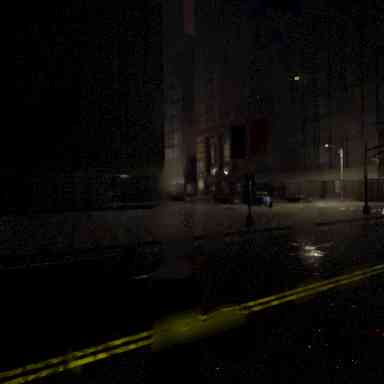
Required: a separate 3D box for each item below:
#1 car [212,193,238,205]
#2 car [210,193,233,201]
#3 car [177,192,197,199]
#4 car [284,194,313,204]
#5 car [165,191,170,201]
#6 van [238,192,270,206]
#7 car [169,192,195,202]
[{"bbox_3d":[5.032,1.128,47.534,1.802,1.307,4.206,-1,1,-35],"label":"car"},{"bbox_3d":[5.451,0.858,61.680,1.802,1.307,4.206,-1,1,-35],"label":"car"},{"bbox_3d":[-1.082,0.750,70.896,1.887,1.381,4.507,-1,1,-35],"label":"car"},{"bbox_3d":[15.252,0.938,47.853,1.947,1.339,4.313,-1,1,-35],"label":"car"},{"bbox_3d":[-4.771,0.761,61.355,2.192,1.841,5.009,-1,1,-35],"label":"car"},{"bbox_3d":[8.295,0.918,42.921,1.690,1.788,3.998,-1,1,-35],"label":"van"},{"bbox_3d":[-1.503,0.921,56.749,1.967,1.590,4.097,-1,1,-35],"label":"car"}]
